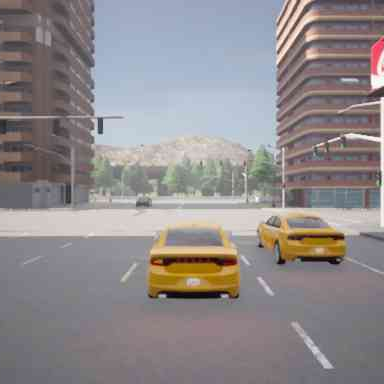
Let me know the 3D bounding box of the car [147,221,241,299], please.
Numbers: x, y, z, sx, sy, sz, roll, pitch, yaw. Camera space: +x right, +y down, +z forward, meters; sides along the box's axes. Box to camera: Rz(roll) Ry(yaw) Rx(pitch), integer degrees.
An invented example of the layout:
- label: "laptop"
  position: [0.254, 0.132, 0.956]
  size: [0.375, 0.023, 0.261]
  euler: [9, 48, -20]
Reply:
- label: "car"
  position: [0.050, 1.474, 8.497]
  size: [1.882, 1.535, 5.008]
  euler: [0, 0, 1]

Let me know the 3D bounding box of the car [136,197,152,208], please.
- label: "car"
  position: [-7.081, 1.457, 49.355]
  size: [1.882, 1.535, 5.008]
  euler: [0, 0, 0]

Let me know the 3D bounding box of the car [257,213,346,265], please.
- label: "car"
  position: [3.567, 1.473, 11.735]
  size: [1.882, 1.535, 5.008]
  euler: [0, 0, 0]
